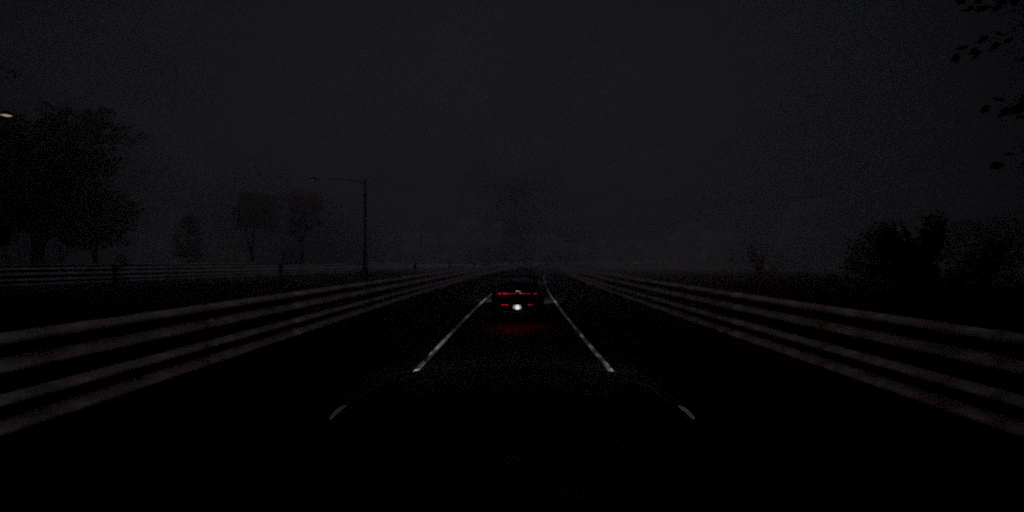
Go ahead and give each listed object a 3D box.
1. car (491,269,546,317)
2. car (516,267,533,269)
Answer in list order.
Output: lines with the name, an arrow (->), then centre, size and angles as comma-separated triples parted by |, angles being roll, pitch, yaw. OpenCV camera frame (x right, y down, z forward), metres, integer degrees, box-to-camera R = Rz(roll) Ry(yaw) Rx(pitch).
car -> 0.273, 1.420, 13.999 | 1.837, 1.490, 4.892 | 0, 0, 2
car -> 0.994, 1.619, 28.936 | 1.837, 1.490, 4.892 | 0, 0, 4
